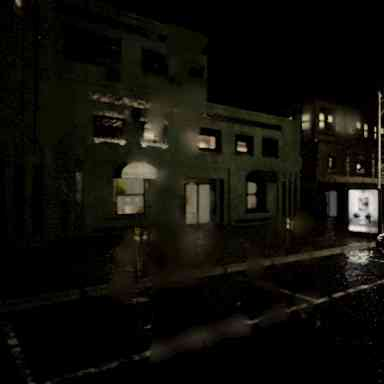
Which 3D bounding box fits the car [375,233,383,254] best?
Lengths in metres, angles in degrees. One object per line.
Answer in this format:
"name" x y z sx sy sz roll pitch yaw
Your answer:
"car" 8.765 1.691 12.812 4.206 1.307 1.802 1 -1 -35
